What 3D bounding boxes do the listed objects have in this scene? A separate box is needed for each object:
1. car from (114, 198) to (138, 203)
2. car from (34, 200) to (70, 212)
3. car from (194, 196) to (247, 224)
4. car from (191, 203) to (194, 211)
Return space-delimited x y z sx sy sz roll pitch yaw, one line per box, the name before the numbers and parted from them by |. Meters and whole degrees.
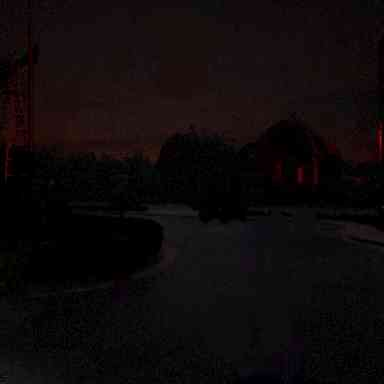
car | -9.705 1.669 49.367 1.816 1.474 4.193 0 0 35
car | -16.101 1.684 38.141 1.784 1.438 3.905 0 0 35
car | 2.421 1.362 25.404 1.932 1.855 4.605 0 0 35
car | 1.668 1.410 42.106 1.905 1.878 3.866 0 0 35
